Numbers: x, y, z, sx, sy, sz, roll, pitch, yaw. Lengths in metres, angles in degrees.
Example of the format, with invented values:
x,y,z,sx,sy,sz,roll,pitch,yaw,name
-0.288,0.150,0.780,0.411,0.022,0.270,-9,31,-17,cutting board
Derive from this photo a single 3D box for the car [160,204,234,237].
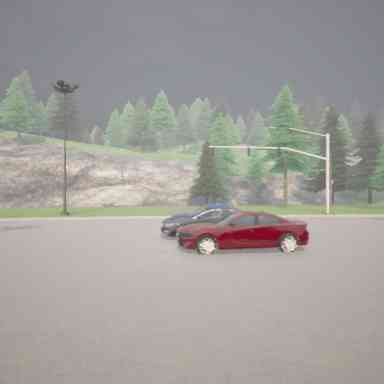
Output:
x,y,z,sx,sy,sz,roll,pitch,yaw,name
0.938,1.491,16.171,4.902,1.511,2.128,0,0,-9,car

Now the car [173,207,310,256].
x,y,z,sx,sy,sz,roll,pitch,yaw,name
1.958,1.477,12.798,5.008,1.535,1.882,0,0,-9,car

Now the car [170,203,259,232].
x,y,z,sx,sy,sz,roll,pitch,yaw,name
1.263,1.477,19.768,5.008,1.535,1.882,0,0,-9,car
